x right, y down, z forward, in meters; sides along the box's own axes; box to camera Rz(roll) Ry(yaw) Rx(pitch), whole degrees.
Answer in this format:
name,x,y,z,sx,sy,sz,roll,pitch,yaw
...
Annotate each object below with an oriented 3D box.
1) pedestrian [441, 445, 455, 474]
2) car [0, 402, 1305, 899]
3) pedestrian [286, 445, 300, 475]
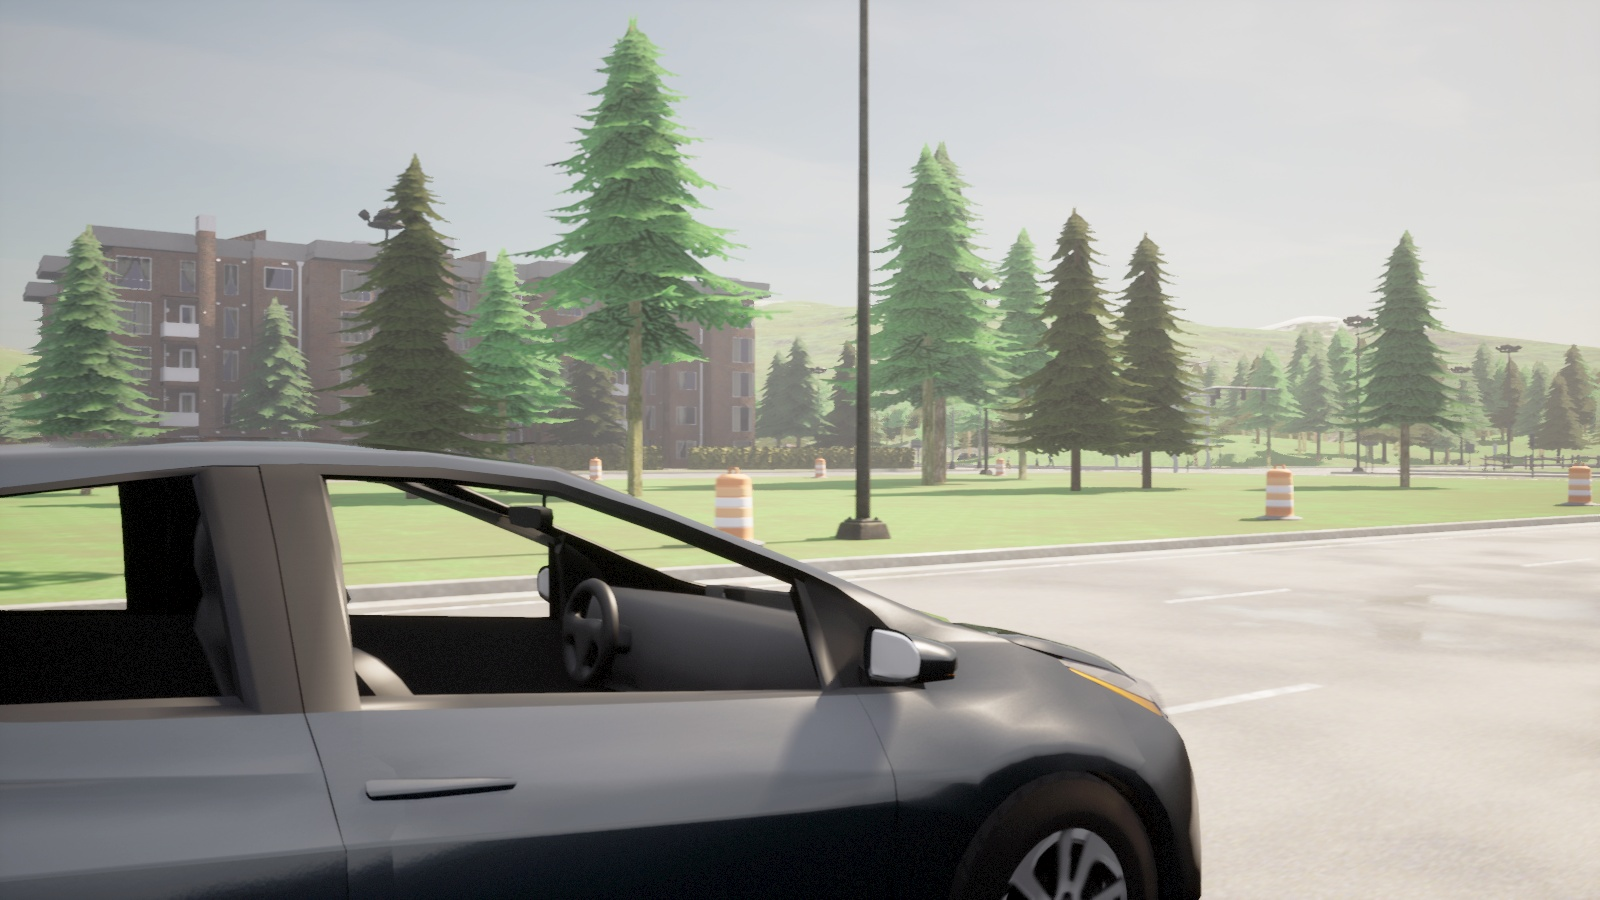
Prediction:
name,x,y,z,sx,sy,sz,roll,pitch,yaw
pedestrian,-23.639,0.630,84.262,0.788,1.949,0.423,0,0,-34
car,-1.068,0.701,2.916,4.514,1.525,2.007,0,0,-35
pedestrian,-31.699,0.633,78.518,0.694,1.848,0.540,0,0,-34
